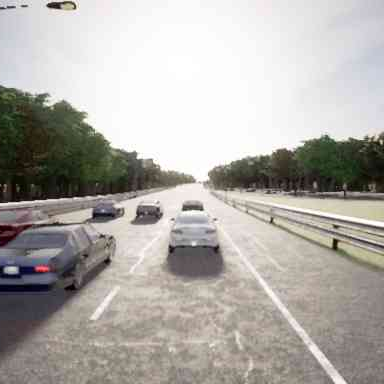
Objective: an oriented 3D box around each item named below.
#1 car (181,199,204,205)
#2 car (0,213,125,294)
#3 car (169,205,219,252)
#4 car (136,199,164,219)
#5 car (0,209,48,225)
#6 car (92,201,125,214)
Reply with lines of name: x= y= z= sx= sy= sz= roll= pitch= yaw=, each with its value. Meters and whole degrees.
car: x=0.072 y=1.321 z=29.101 sx=1.882 sy=1.535 sz=5.008 roll=0 pitch=0 yaw=0
car: x=-3.456 y=1.539 z=8.911 sx=2.033 sy=1.411 sz=5.357 roll=0 pitch=0 yaw=0
car: x=0.075 y=1.496 z=13.579 sx=1.812 sy=1.442 sz=4.674 roll=0 pitch=0 yaw=0
car: x=-3.435 y=1.349 z=27.540 sx=2.128 sy=1.511 sz=4.902 roll=0 pitch=1 yaw=0
car: x=-6.925 y=1.446 z=13.650 sx=1.882 sy=1.535 sz=5.008 roll=0 pitch=0 yaw=0
car: x=-6.933 y=1.416 z=27.978 sx=1.994 sy=1.385 sz=4.181 roll=0 pitch=0 yaw=0
